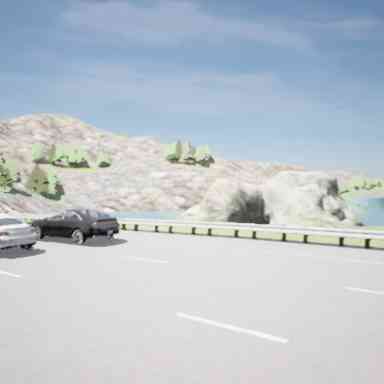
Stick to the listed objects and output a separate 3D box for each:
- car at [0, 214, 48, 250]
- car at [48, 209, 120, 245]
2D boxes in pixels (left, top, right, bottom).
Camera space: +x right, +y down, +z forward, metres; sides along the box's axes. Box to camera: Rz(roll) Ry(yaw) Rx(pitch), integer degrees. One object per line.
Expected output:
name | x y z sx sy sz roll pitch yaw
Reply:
car | -8.107 1.601 13.196 4.674 1.442 1.812 0 0 31
car | -5.647 1.557 15.799 4.902 1.511 2.128 0 0 31
